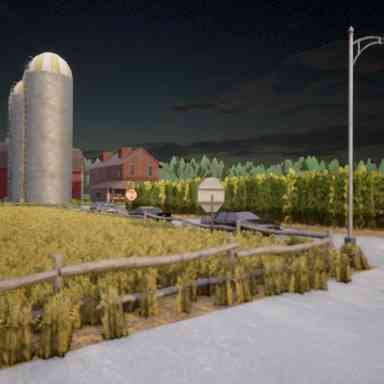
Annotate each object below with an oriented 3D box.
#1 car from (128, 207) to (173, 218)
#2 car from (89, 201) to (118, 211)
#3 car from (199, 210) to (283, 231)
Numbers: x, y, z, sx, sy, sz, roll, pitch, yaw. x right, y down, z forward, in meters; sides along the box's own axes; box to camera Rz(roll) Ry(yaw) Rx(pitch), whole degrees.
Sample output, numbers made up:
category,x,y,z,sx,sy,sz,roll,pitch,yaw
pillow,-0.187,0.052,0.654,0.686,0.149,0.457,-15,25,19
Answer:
category,x,y,z,sx,sy,sz,roll,pitch,yaw
car,-3.398,1.870,27.078,1.895,1.301,4.718,1,-1,-36
car,-9.455,1.779,35.536,2.128,1.511,4.902,1,0,-35
car,2.570,1.758,18.805,2.033,1.411,5.357,1,-1,-36
